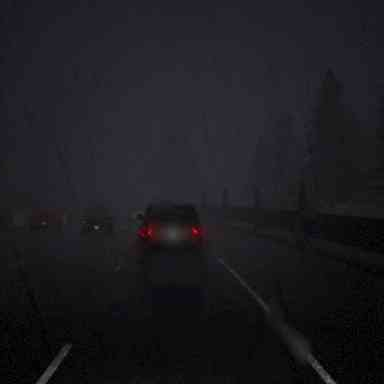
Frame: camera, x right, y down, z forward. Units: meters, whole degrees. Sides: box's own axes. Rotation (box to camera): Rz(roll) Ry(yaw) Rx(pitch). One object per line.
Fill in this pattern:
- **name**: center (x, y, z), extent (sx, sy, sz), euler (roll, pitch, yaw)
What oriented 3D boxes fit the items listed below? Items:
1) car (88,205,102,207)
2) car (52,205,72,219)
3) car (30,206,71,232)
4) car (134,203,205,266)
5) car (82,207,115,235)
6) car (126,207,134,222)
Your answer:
- **car**: center (-11.392, 2.204, 38.800), extent (2.128, 1.511, 4.902), euler (0, -1, -21)
- **car**: center (-15.228, 2.307, 38.849), extent (1.994, 1.385, 4.181), euler (0, -1, -23)
- **car**: center (-10.173, 1.942, 23.905), extent (1.882, 1.535, 5.008), euler (0, -2, -14)
- **car**: center (-0.889, 1.434, 12.648), extent (2.150, 2.045, 5.566), euler (0, -1, -7)
- **car**: center (-6.053, 1.921, 21.625), extent (1.812, 1.442, 4.674), euler (0, -1, -12)
- **car**: center (-5.155, 2.079, 31.831), extent (1.812, 1.442, 4.674), euler (0, -1, -17)
